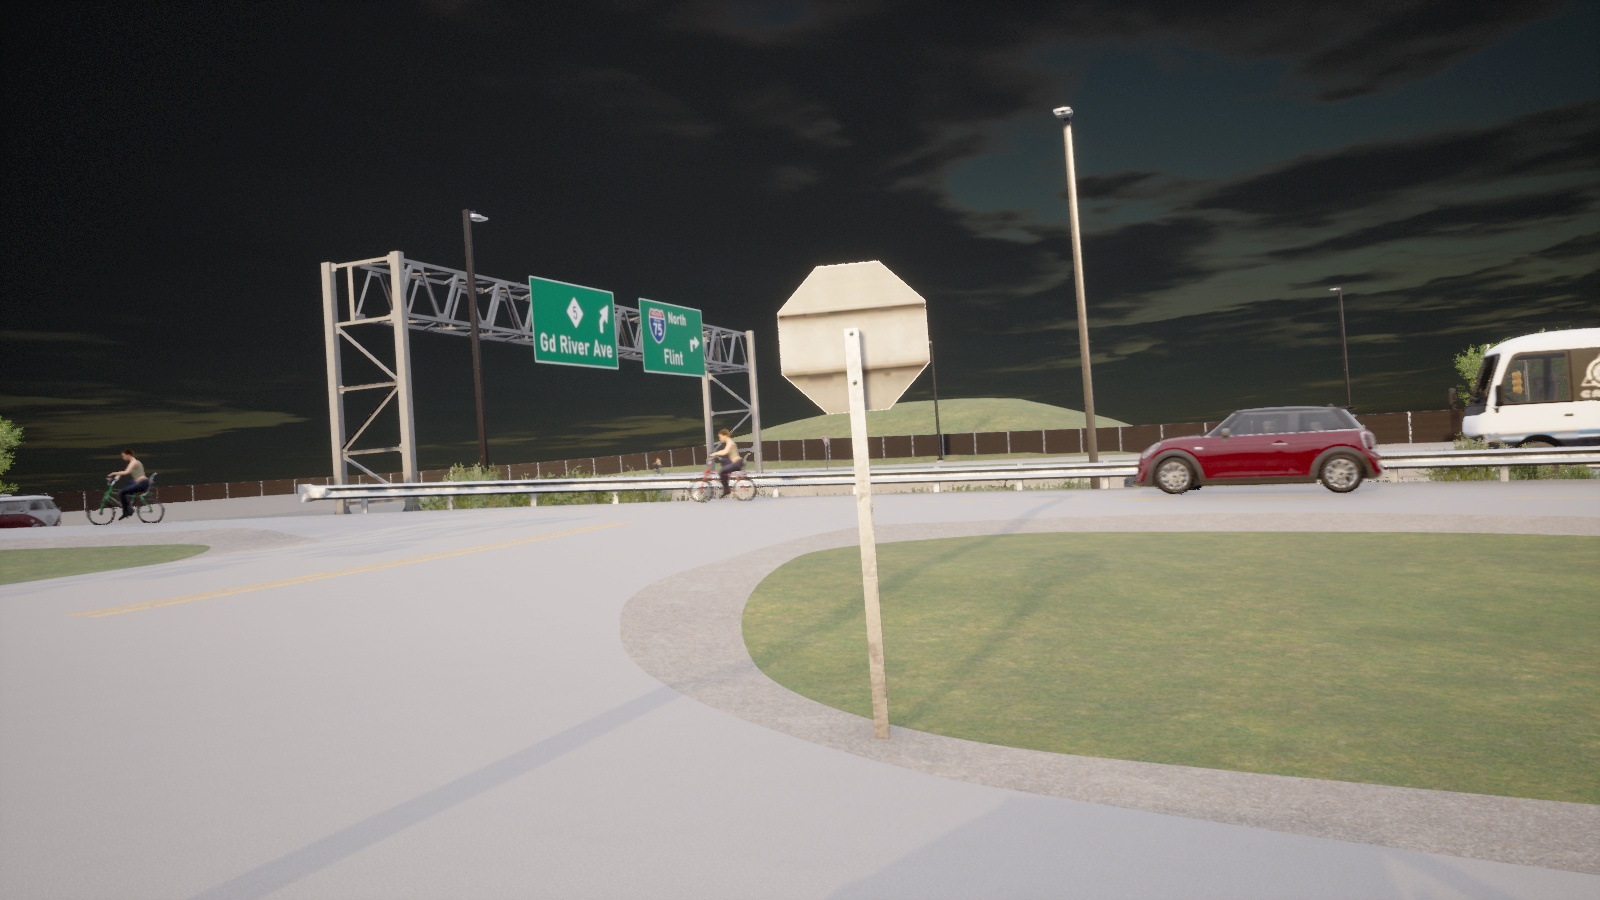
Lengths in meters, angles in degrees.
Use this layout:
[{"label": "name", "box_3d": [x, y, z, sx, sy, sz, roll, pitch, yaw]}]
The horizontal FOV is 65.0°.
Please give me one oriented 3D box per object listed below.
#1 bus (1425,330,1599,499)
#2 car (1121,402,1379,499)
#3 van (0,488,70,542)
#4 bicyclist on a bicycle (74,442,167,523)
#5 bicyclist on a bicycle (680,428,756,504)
[{"label": "bus", "box_3d": [22.861, -1.072, 33.801, 10.273, 4.253, 3.944, -3, 0, 21]}, {"label": "car", "box_3d": [8.909, 0.023, 24.866, 4.553, 1.767, 2.097, -1, 1, 27]}, {"label": "van", "box_3d": [-31.874, 2.641, 50.510, 4.442, 1.987, 1.775, -3, -1, 18]}, {"label": "bicyclist on a bicycle", "box_3d": [-14.216, 0.667, 26.311, 1.509, 1.612, 0.866, -2, 0, -12]}, {"label": "bicyclist on a bicycle", "box_3d": [-1.777, 0.344, 27.510, 1.509, 1.612, 0.866, -2, 0, 4]}]
